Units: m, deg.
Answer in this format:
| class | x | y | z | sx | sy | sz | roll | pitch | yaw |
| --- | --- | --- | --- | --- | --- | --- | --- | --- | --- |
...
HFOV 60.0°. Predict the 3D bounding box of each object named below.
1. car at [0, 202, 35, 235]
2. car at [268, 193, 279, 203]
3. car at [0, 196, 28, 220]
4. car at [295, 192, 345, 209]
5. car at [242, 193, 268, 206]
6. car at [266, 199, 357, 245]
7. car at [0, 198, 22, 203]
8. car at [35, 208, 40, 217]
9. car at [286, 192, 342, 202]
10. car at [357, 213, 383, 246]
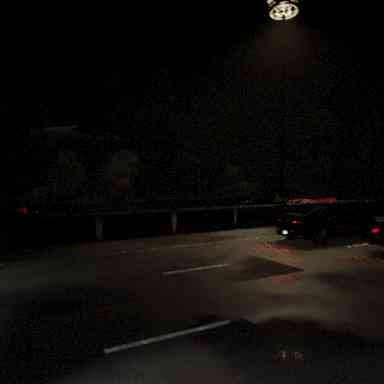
| class | x | y | z | sx | sy | sz | roll | pitch | yaw |
| --- | --- | --- | --- | --- | --- | --- | --- | --- | --- |
| car | -10.964 | 1.510 | 17.402 | 4.674 | 1.442 | 1.812 | -1 | 1 | -28 |
| car | 11.483 | 0.870 | 37.081 | 5.357 | 1.411 | 2.033 | -2 | 1 | -28 |
| car | -15.767 | 1.312 | 26.753 | 4.553 | 1.767 | 2.097 | -1 | 1 | -28 |
| car | 13.116 | 0.808 | 33.983 | 5.008 | 1.535 | 1.882 | -2 | 1 | -28 |
| car | 8.137 | 0.874 | 39.275 | 4.892 | 1.490 | 1.837 | -2 | 1 | -28 |
| car | 5.761 | 1.256 | 14.099 | 4.892 | 1.490 | 1.837 | -2 | 1 | -28 |
| car | -12.534 | 1.327 | 20.544 | 4.553 | 1.767 | 2.097 | -1 | 1 | -28 |
| car | -13.833 | 1.509 | 23.816 | 5.357 | 1.411 | 2.033 | -1 | 1 | -28 |
| car | 10.282 | 0.825 | 28.548 | 4.553 | 1.767 | 2.097 | -2 | 1 | -28 |
| car | 8.517 | 1.277 | 11.592 | 5.357 | 1.411 | 2.033 | -1 | 1 | -28 |
